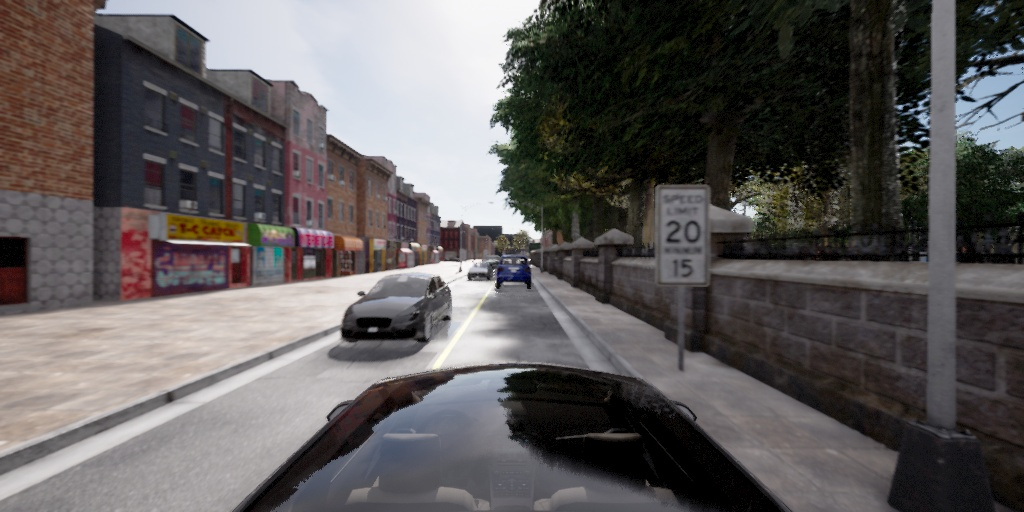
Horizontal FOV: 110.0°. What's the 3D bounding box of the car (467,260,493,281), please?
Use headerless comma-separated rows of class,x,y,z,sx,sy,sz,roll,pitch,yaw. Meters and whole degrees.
car,-2.618,1.267,30.396,2.033,1.411,5.357,0,0,1

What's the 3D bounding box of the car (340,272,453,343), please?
car,-2.811,1.239,9.725,1.837,1.490,4.892,0,0,0

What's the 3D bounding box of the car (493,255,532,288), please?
car,0.122,0.964,23.590,2.150,2.045,5.566,0,0,0

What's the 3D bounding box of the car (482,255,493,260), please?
car,-2.495,0.937,45.332,2.150,2.045,5.566,0,0,0
